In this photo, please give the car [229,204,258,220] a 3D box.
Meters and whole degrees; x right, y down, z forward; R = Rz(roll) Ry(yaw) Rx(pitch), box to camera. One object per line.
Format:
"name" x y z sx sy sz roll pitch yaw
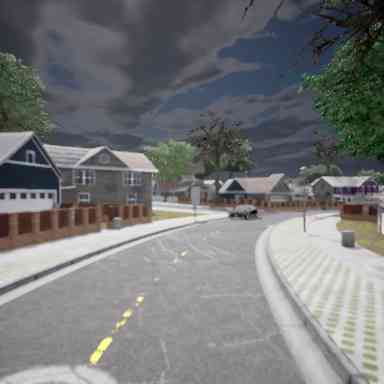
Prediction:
"car" 5.361 2.017 34.109 1.882 1.535 5.008 0 -1 27
